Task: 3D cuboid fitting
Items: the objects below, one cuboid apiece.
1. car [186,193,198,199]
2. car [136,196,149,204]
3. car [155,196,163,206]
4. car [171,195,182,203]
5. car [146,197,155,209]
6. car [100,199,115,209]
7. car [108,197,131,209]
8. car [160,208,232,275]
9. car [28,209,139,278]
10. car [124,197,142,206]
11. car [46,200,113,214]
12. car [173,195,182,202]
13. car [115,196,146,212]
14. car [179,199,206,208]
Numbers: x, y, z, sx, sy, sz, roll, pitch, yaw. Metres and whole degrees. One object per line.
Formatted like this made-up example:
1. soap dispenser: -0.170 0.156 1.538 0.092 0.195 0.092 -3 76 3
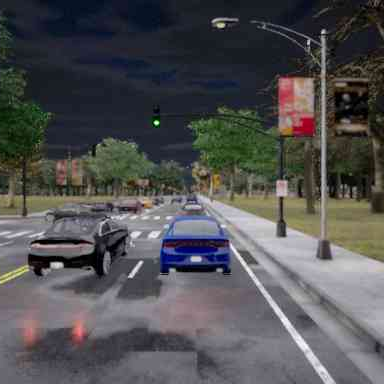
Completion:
1. car: -0.002 1.262 65.973 2.150 2.045 5.566 0 0 0
2. car: -9.752 1.544 65.557 1.837 1.490 4.892 0 0 0
3. car: -6.561 1.518 55.092 2.128 1.511 4.902 0 0 0
4. car: -3.244 1.568 67.741 1.812 1.442 4.674 0 0 0
5. car: -6.595 1.494 45.521 1.882 1.535 5.008 0 0 0
6. car: -9.847 1.575 36.649 1.994 1.385 4.181 0 0 1
7. car: -9.842 1.508 45.569 2.128 1.511 4.902 0 0 0
8. car: 0.098 1.479 10.536 1.882 1.535 5.008 0 0 0
9. car: -3.150 1.493 10.168 2.128 1.511 4.902 0 0 0
10. car: -9.807 1.574 55.387 2.033 1.411 5.357 0 0 0
11. car: -8.144 1.508 23.108 4.892 1.490 1.837 0 -3 32
12. car: -3.252 1.534 77.634 1.882 1.535 5.008 0 0 0
13. car: -6.598 1.488 35.940 1.882 1.535 5.008 0 0 0
14. car: 0.091 1.531 24.996 1.812 1.442 4.674 0 0 0
